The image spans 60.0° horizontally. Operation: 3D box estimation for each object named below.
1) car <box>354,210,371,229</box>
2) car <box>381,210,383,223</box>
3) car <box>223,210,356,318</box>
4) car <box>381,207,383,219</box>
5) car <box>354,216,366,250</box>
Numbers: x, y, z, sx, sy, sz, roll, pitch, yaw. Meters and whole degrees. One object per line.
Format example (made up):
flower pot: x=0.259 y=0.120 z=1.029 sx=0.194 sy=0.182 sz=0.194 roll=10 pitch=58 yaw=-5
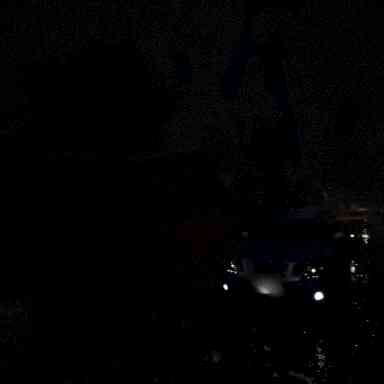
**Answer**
car: x=14.487 y=2.320 z=29.126 sx=1.882 sy=1.535 sz=5.008 roll=-3 pitch=-3 yaw=30
car: x=20.446 y=2.349 z=33.745 sx=1.837 sy=1.490 sz=4.892 roll=-3 pitch=-3 yaw=30
car: x=2.749 y=1.540 z=8.652 sx=2.150 sy=2.045 sz=5.566 roll=-3 pitch=-3 yaw=30
car: x=25.771 y=2.629 z=43.125 sx=2.033 sy=1.411 sz=5.357 roll=-3 pitch=-3 yaw=30
car: x=7.701 y=2.141 z=17.286 sx=1.895 sy=1.301 sz=4.718 roll=-3 pitch=-3 yaw=30
